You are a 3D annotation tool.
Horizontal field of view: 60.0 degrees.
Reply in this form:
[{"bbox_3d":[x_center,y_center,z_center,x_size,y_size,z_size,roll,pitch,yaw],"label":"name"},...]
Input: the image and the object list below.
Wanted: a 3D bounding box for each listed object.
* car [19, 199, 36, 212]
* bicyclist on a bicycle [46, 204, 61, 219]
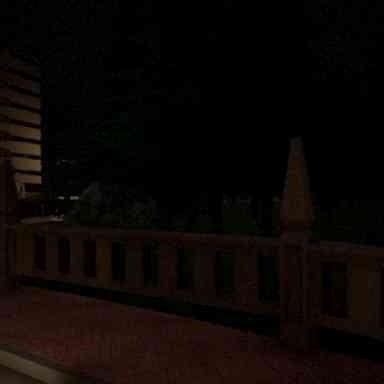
[{"bbox_3d":[-18.671,1.503,34.834,2.128,1.511,4.902,0,0,24],"label":"car"},{"bbox_3d":[-10.708,1.308,25.633,1.656,1.620,0.582,0,0,24],"label":"bicyclist on a bicycle"}]
